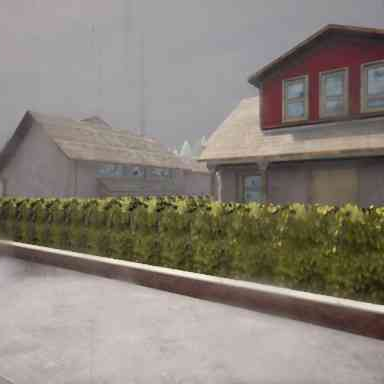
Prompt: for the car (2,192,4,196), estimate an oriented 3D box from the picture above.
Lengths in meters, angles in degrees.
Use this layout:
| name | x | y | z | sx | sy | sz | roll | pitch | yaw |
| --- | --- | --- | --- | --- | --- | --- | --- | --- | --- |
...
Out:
| name | x | y | z | sx | sy | sz | roll | pitch | yaw |
| --- | --- | --- | --- | --- | --- | --- | --- | --- | --- |
| car | -42.144 | 0.972 | 76.312 | 3.866 | 1.878 | 1.905 | 0 | 0 | 36 |
